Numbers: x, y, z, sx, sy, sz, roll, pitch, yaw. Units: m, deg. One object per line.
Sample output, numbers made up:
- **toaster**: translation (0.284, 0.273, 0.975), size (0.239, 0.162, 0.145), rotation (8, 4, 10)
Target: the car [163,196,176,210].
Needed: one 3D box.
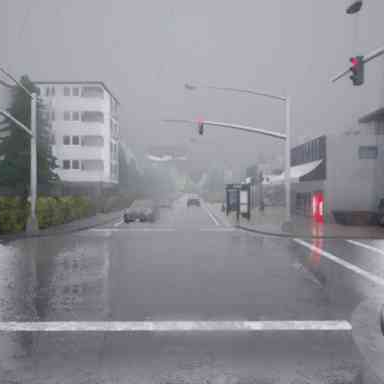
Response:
- **car**: translation (-3.498, 1.548, 41.911), size (1.994, 1.385, 4.181), rotation (0, 0, 0)

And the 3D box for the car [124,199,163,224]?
- **car**: translation (-3.638, 1.343, 24.750), size (2.097, 1.767, 4.553), rotation (0, 0, 1)

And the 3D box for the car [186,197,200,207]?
- **car**: translation (0.216, 1.486, 52.126), size (1.837, 1.490, 4.892), rotation (0, 0, 0)

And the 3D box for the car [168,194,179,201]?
- **car**: translation (-3.370, 0.988, 57.654), size (2.097, 1.767, 4.553), rotation (0, 0, 0)
